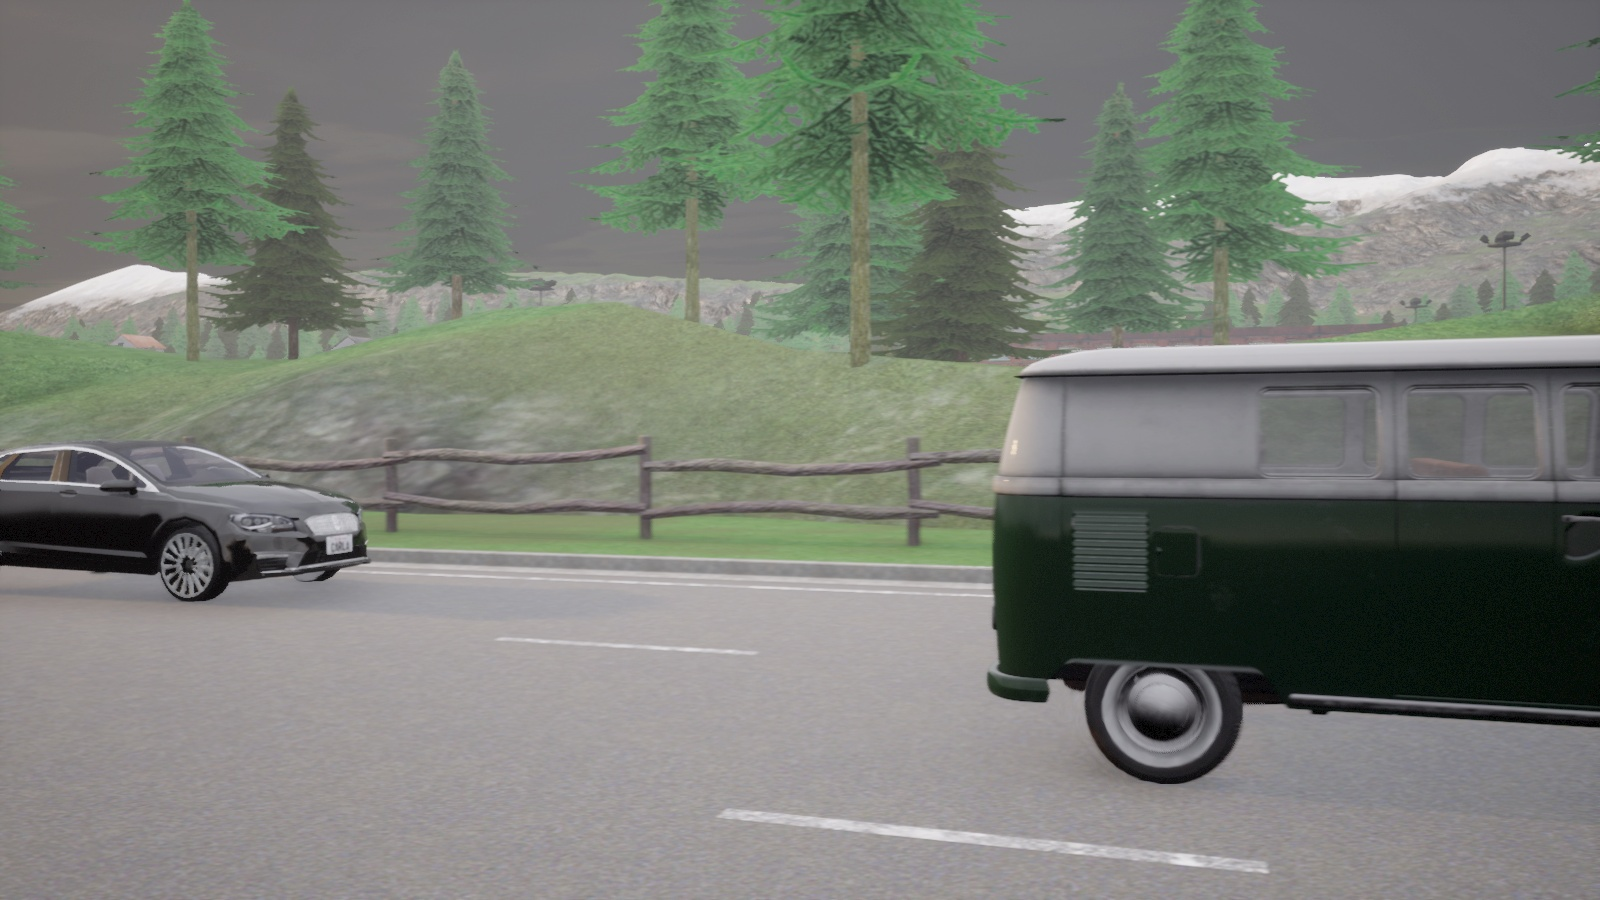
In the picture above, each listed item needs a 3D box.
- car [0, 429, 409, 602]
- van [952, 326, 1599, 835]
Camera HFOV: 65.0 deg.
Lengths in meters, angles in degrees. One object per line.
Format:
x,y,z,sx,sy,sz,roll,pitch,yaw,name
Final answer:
-6.731,0.551,12.842,4.902,1.511,2.128,1,1,19,car
3.087,0.497,5.843,4.442,1.987,1.775,1,1,19,van
